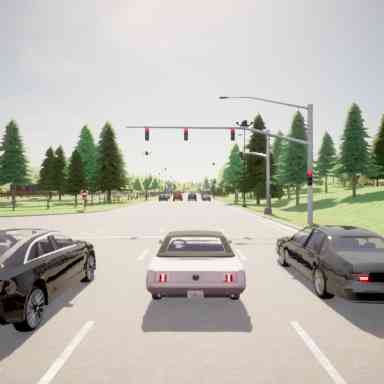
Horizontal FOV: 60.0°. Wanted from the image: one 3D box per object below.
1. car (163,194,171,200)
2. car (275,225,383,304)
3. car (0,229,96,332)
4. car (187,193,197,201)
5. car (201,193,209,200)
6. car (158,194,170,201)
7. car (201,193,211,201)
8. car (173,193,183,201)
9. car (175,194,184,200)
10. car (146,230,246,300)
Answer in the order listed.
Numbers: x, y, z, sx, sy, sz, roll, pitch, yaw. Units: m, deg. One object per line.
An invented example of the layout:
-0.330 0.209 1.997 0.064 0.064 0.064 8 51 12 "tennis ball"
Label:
-6.934 1.332 91.039 1.837 1.490 4.892 0 0 0 "car"
3.586 1.547 8.369 2.033 1.411 5.357 0 0 0 "car"
-3.425 1.492 6.805 2.128 1.511 4.902 0 0 0 "car"
0.058 1.216 80.644 2.150 2.045 5.566 0 0 0 "car"
3.566 1.187 91.002 2.097 1.767 4.553 0 0 0 "car"
-6.942 1.347 81.006 2.097 1.767 4.553 0 0 0 "car"
3.558 1.516 80.612 2.128 1.511 4.902 0 0 0 "car"
-3.442 1.216 80.647 2.150 2.045 5.566 0 0 0 "car"
-3.434 1.357 91.037 2.128 1.511 4.902 0 0 0 "car"
0.085 1.601 8.343 1.895 1.301 4.718 0 0 0 "car"
